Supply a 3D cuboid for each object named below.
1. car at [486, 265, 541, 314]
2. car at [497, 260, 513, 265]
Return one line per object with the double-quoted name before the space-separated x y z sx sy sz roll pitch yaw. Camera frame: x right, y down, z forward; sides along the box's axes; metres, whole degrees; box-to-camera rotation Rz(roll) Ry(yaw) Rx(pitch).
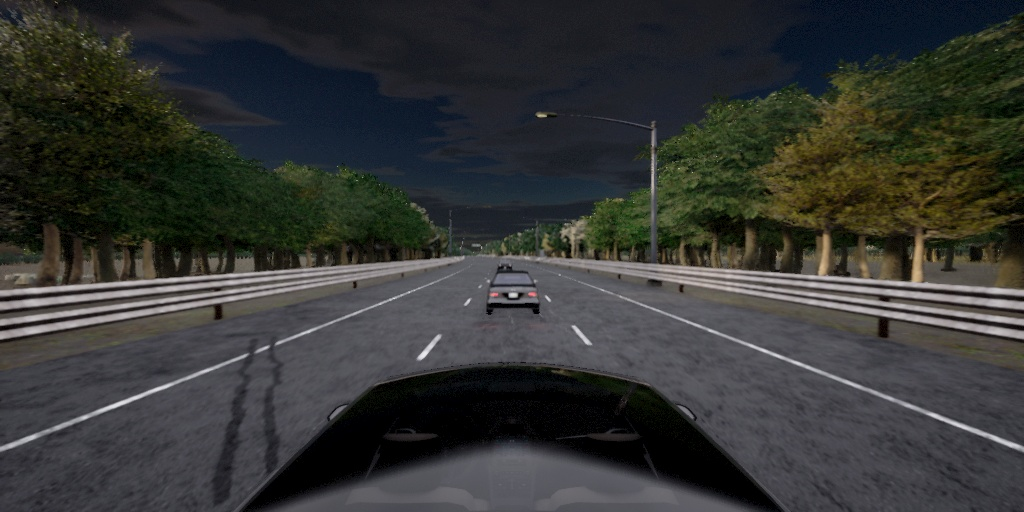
"car" 0.009 1.239 13.512 2.033 1.411 5.357 0 0 -1
"car" -0.923 1.141 45.540 1.895 1.301 4.718 0 0 -3
